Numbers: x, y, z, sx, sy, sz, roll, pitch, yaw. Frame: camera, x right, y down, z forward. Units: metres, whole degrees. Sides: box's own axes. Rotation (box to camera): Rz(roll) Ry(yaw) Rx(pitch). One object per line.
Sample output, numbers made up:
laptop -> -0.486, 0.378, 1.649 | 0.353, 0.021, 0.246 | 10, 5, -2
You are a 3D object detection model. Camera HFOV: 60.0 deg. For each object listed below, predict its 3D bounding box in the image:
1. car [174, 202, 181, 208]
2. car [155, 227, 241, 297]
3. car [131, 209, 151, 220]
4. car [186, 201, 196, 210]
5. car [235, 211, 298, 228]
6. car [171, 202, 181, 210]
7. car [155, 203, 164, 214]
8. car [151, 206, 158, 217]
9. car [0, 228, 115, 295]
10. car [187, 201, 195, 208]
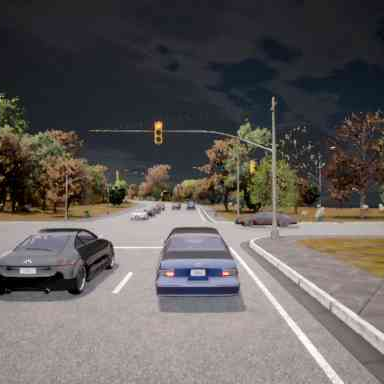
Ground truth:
car -> -3.863, 3.414, 88.211 | 1.837, 1.490, 4.892 | 0, 0, -4
car -> 0.068, 1.645, 8.894 | 2.033, 1.411, 5.357 | 0, -1, -1
car -> -7.234, 3.138, 46.198 | 1.812, 1.442, 4.674 | 0, -2, 0
car -> -0.217, 3.298, 77.775 | 2.097, 1.767, 4.553 | 0, 0, 0
car -> 6.539, 2.428, 29.498 | 5.357, 1.411, 2.033 | 0, -3, -1
car -> -3.718, 3.473, 78.235 | 1.812, 1.442, 4.674 | 0, 0, 0
car -> -7.218, 3.525, 64.965 | 2.033, 1.411, 5.357 | 0, 0, 0
car -> -7.242, 3.461, 55.218 | 1.895, 1.301, 4.718 | 0, -1, 0
car -> -3.446, 1.664, 9.001 | 1.994, 1.385, 4.181 | 0, -1, 0
car -> -0.340, 3.229, 87.954 | 1.882, 1.535, 5.008 | 0, 0, -4
